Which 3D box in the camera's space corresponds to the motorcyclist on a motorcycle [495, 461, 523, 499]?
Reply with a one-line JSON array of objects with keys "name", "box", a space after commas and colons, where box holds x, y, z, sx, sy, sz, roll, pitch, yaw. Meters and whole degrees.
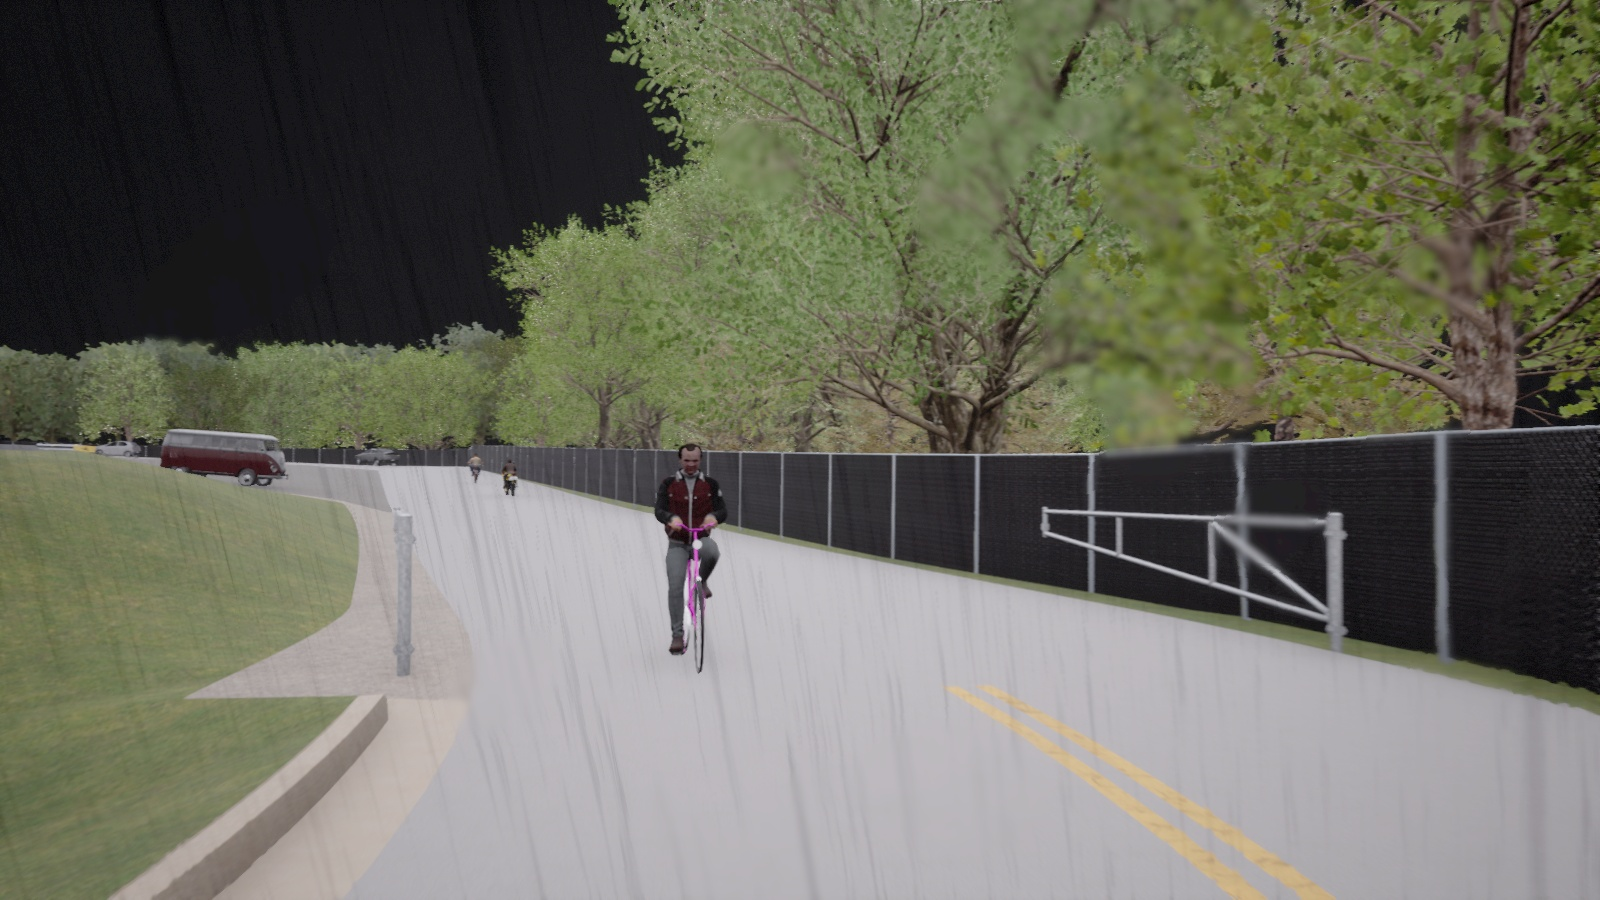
[{"name": "motorcyclist on a motorcycle", "box": [-12.069, 1.236, 52.079, 0.797, 1.523, 2.044, 0, 0, -23]}]

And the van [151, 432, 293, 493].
[{"name": "van", "box": [-21.907, 0.485, 47.708, 4.442, 1.987, 1.775, 4, -2, 0]}]

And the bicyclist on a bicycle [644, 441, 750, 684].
[{"name": "bicyclist on a bicycle", "box": [-0.869, 0.836, 10.141, 0.659, 1.776, 1.843, 0, -1, -11]}]
